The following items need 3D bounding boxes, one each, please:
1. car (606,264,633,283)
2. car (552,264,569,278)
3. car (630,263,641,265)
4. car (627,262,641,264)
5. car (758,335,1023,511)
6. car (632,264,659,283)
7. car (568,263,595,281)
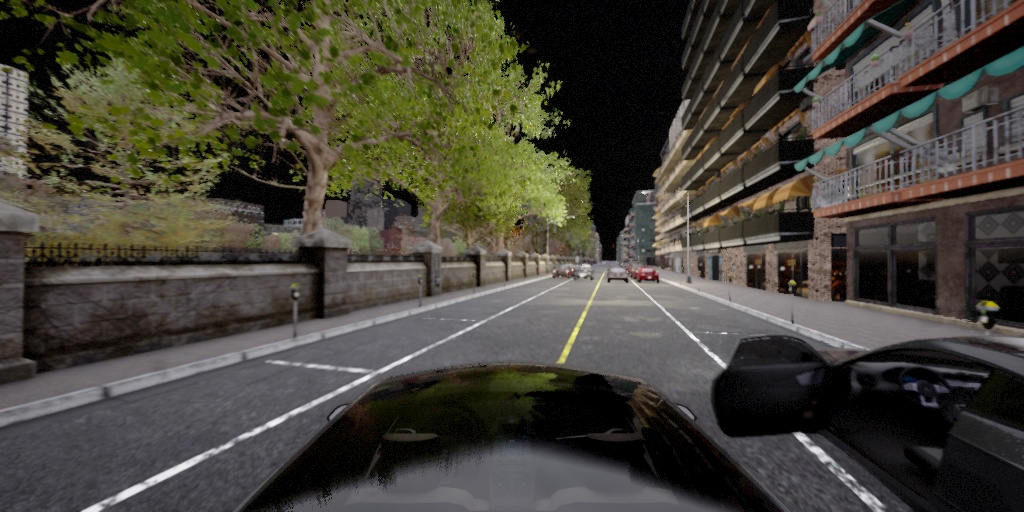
[{"bbox_3d":[9.742,1.714,33.175,2.033,1.411,5.357,0,-1,15],"label":"car"},{"bbox_3d":[5.707,1.678,40.336,1.967,1.591,4.097,0,0,15],"label":"car"},{"bbox_3d":[13.792,1.790,38.131,1.888,1.381,4.507,0,0,15],"label":"car"},{"bbox_3d":[15.273,1.760,43.561,1.967,1.591,4.097,0,0,15],"label":"car"},{"bbox_3d":[3.728,1.301,2.515,1.812,1.442,4.674,0,-1,15],"label":"car"},{"bbox_3d":[12.311,1.716,32.699,1.888,1.381,4.507,0,0,15],"label":"car"},{"bbox_3d":[7.247,1.682,35.933,2.128,1.511,4.902,0,-1,16],"label":"car"}]
